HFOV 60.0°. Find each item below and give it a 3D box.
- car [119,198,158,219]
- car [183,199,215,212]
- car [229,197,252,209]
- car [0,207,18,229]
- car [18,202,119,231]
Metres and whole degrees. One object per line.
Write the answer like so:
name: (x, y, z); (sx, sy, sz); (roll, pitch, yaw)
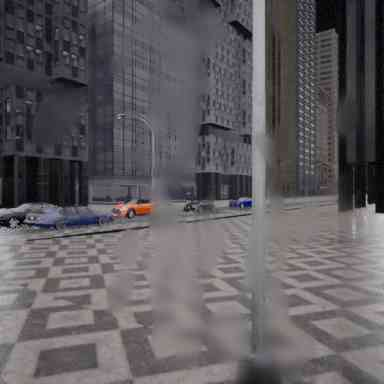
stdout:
car: (-5.036, 1.320, 29.392); (2.097, 1.767, 4.553); (0, 0, 36)
car: (0.864, 1.519, 37.453); (1.994, 1.385, 4.181); (0, 0, 36)
car: (6.884, 1.419, 45.601); (1.882, 1.535, 5.008); (0, 0, 38)
car: (-10.527, 1.458, 21.890); (1.882, 1.535, 5.008); (0, 0, 36)
car: (-7.459, 1.526, 20.667); (2.033, 1.411, 5.357); (0, 0, 36)
